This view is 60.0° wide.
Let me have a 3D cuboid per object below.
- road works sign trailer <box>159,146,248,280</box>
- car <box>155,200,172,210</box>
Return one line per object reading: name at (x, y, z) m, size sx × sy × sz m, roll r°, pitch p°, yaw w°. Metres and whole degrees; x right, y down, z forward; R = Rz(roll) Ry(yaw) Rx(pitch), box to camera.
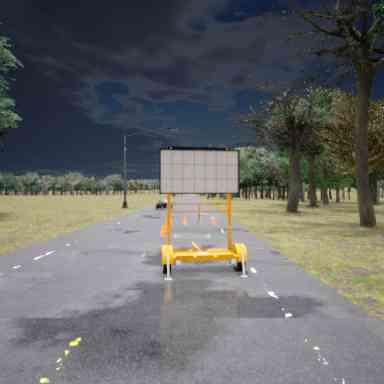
road works sign trailer at (0.200, 0.460, 10.005) m, size 2.380 × 3.560 × 2.880 m, roll 0°, pitch 0°, yaw -8°
car at (-3.582, 1.624, 42.685) m, size 1.895 × 1.301 × 4.718 m, roll 0°, pitch 0°, yaw 0°
